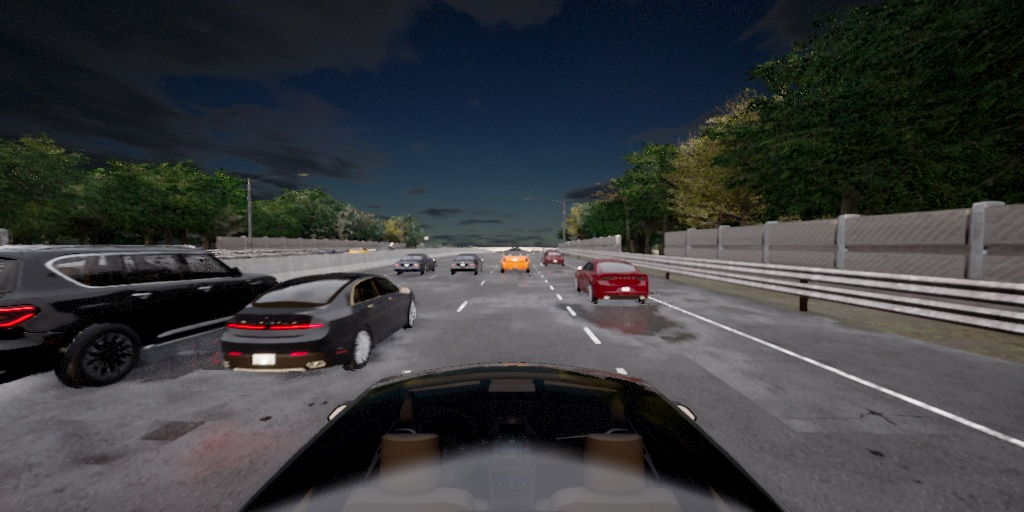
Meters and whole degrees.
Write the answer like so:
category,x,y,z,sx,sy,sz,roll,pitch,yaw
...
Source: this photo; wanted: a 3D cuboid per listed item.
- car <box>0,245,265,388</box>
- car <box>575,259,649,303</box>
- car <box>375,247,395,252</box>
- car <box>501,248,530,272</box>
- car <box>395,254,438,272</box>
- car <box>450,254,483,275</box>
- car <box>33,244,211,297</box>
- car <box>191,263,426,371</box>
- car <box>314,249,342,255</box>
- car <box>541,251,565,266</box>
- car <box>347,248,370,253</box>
category,x,y,z,sx,sy,sz,roll,pitch,yaw
car,-6.856,0.815,6.710,2.150,2.045,5.566,0,2,1
car,3.722,0.847,14.105,1.882,1.535,5.008,0,2,1
car,-20.469,-0.728,57.841,2.097,1.767,4.553,0,2,1
car,0.268,0.259,27.965,2.097,1.767,4.553,0,2,1
car,-6.661,0.542,25.249,2.033,1.411,5.357,0,2,1
car,-3.157,0.532,25.626,2.033,1.411,5.357,0,2,1
car,-17.448,0.490,16.691,2.150,2.045,5.566,0,2,1
car,-3.350,1.082,7.293,1.837,1.490,4.892,0,2,1
car,-27.508,-0.364,53.578,1.895,1.301,4.718,0,2,1
car,3.938,0.205,34.633,1.812,1.442,4.674,0,2,1
car,-23.978,-0.559,56.214,1.882,1.535,5.008,0,2,1
